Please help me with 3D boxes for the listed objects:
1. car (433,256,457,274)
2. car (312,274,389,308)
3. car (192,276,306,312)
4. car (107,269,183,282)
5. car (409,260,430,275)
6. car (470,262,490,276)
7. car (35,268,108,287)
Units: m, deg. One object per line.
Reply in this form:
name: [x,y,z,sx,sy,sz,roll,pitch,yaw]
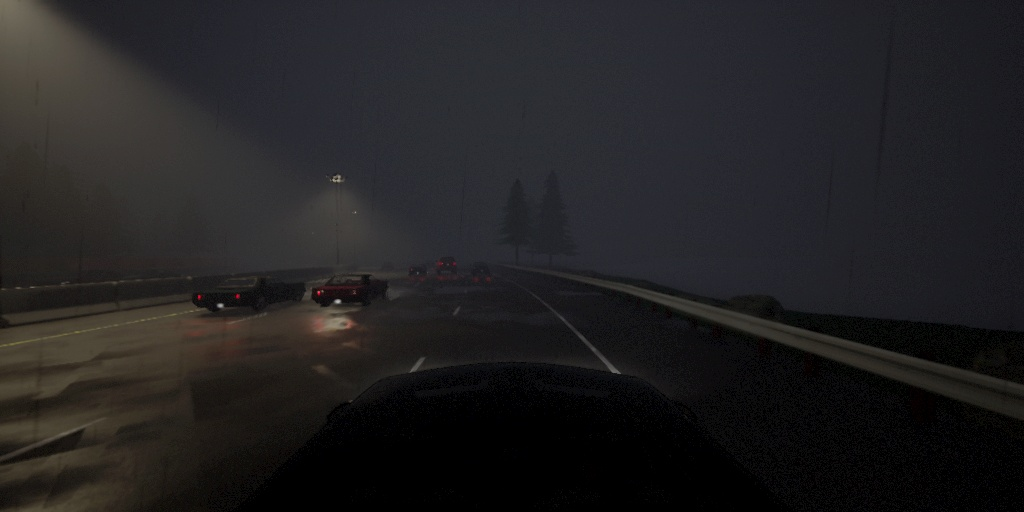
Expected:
car: [-8.030,1.076,43.470,2.150,2.045,5.566,0,0,-15]
car: [-6.941,1.448,16.009,1.895,1.301,4.718,-1,0,-6]
car: [-10.722,1.502,15.166,1.895,1.301,4.718,-1,0,-5]
car: [-26.427,1.689,26.376,1.994,1.385,4.181,-1,0,-8]
car: [-10.645,1.496,40.610,1.895,1.301,4.718,-1,0,-14]
car: [-3.538,1.319,39.070,1.812,1.442,4.674,-1,0,-11]
car: [-29.761,1.651,24.996,1.882,1.535,5.008,-1,0,-8]
